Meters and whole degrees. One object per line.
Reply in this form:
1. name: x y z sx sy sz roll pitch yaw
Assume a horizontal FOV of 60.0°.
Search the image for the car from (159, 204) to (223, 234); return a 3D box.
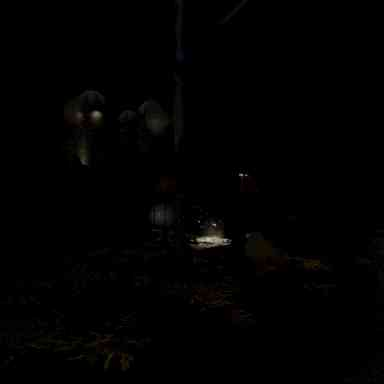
1. car: -0.199 1.505 19.565 1.837 1.490 4.892 0 0 -35
